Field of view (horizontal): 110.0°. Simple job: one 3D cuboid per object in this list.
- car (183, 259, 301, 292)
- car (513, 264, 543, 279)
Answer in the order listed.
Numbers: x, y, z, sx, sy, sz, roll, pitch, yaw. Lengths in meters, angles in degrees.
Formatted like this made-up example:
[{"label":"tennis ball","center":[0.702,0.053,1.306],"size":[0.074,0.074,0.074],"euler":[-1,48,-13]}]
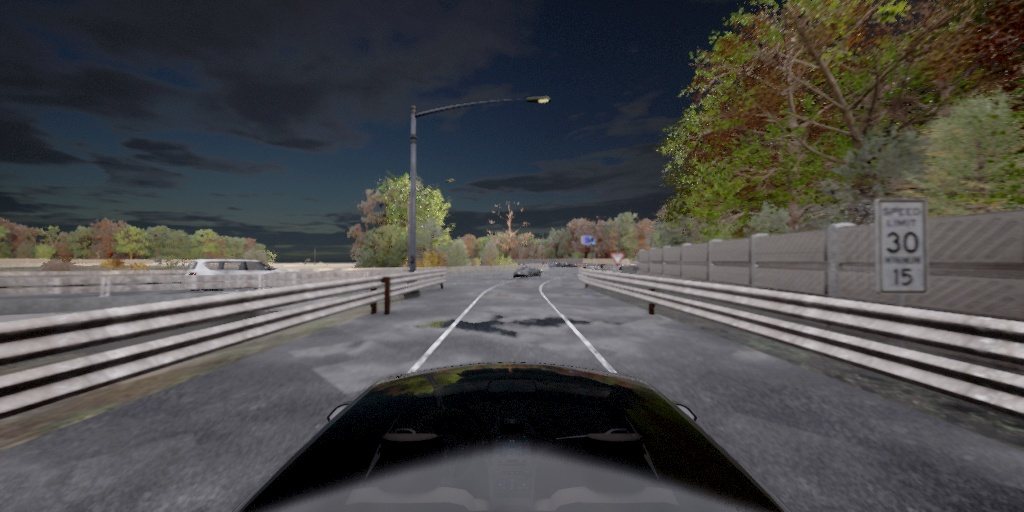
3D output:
[{"label":"car","center":[-15.854,1.196,21.398],"size":[5.566,2.045,2.150],"euler":[1,-1,-42]},{"label":"car","center":[1.923,1.891,42.045],"size":[1.994,1.385,4.181],"euler":[-1,-1,34]}]
